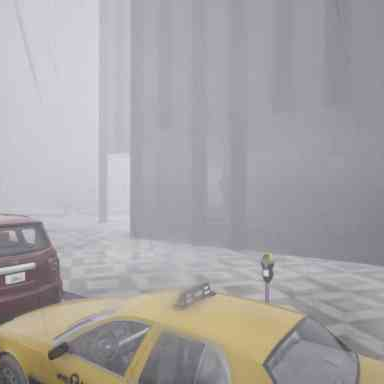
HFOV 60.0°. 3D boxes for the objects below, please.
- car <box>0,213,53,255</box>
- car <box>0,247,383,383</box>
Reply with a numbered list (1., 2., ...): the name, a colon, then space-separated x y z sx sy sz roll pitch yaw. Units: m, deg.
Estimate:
1. car: -4.461 1.314 6.148 5.009 1.841 2.192 0 0 36
2. car: -0.185 1.525 3.093 4.829 1.417 1.752 0 0 36
